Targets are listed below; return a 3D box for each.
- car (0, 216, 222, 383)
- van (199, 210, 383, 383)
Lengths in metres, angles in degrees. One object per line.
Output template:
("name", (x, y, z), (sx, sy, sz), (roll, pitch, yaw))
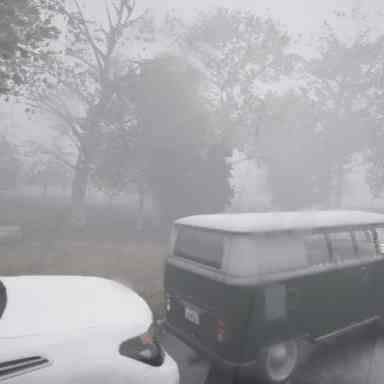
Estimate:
("car", (-2.789, 1.213, 2.067), (5.566, 2.045, 2.435), (1, -1, -33))
("van", (1.818, 1.312, 5.350), (4.442, 1.987, 1.878), (1, -1, -33))
